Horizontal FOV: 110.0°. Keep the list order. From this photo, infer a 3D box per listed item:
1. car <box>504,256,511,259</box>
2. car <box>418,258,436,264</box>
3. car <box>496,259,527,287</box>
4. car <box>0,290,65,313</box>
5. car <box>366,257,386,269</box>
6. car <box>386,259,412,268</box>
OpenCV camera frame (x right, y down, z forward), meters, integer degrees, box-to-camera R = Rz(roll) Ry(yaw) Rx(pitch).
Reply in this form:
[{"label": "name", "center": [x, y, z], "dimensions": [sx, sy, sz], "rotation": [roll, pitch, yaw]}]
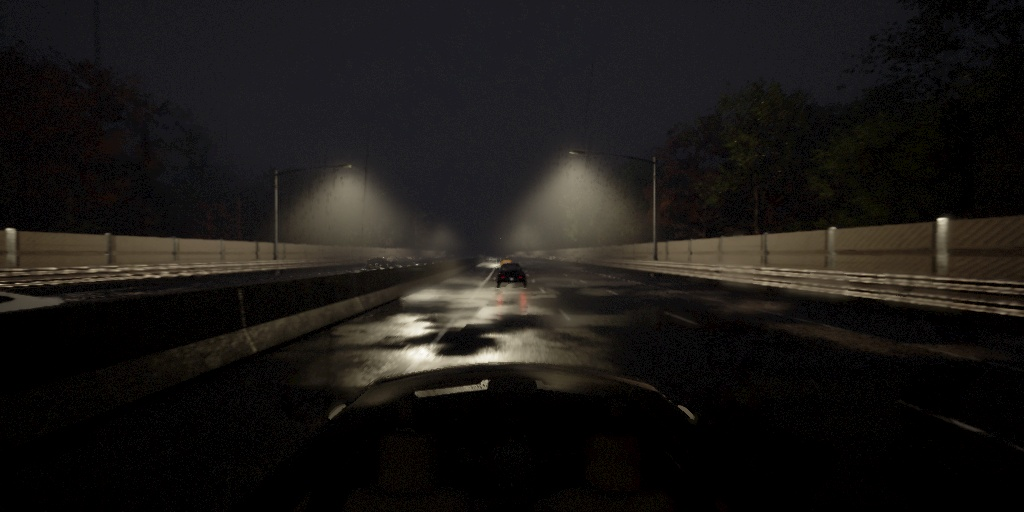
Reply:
[{"label": "car", "center": [-0.789, 0.845, 56.143], "dimensions": [1.801, 1.575, 5.366], "rotation": [0, 0, -1]}, {"label": "car", "center": [-11.140, 0.981, 47.444], "dimensions": [1.812, 1.442, 4.674], "rotation": [0, 0, -1]}, {"label": "car", "center": [-0.032, 1.135, 22.984], "dimensions": [1.812, 1.442, 4.674], "rotation": [0, 0, -1]}, {"label": "car", "center": [-10.606, 1.259, 5.965], "dimensions": [1.812, 1.442, 4.674], "rotation": [0, 0, 0]}, {"label": "car", "center": [-18.165, 0.957, 48.525], "dimensions": [1.837, 1.490, 4.892], "rotation": [0, 0, -1]}, {"label": "car", "center": [-14.641, 1.022, 47.392], "dimensions": [1.994, 1.385, 4.181], "rotation": [0, 0, -1]}]
